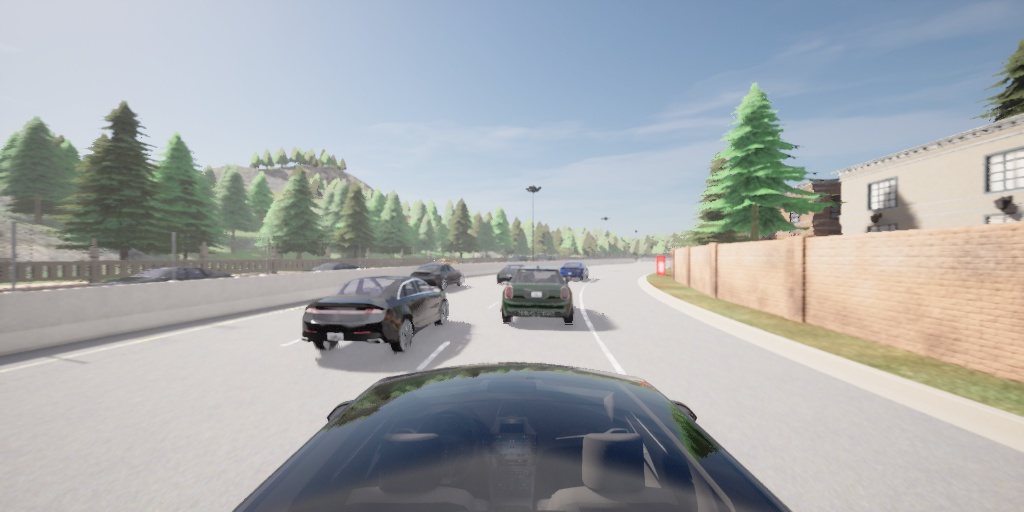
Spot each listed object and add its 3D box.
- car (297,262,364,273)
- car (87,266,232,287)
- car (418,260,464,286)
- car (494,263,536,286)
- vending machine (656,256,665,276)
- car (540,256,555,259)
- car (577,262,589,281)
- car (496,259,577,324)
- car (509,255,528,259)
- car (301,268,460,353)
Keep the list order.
[{"bbox_3d":[-11.551,1.151,22.945,1.882,1.535,5.008,0,0,13],"label":"car"},{"bbox_3d":[-16.254,1.206,17.084,2.033,1.411,5.357,0,0,9],"label":"car"},{"bbox_3d":[-4.455,1.212,21.769,1.837,1.490,4.892,0,0,12],"label":"car"},{"bbox_3d":[0.313,1.288,26.243,1.994,1.385,4.181,0,0,16],"label":"car"},{"bbox_3d":[14.331,0.973,34.517,1.100,2.100,0.880,0,0,24],"label":"vending machine"},{"bbox_3d":[6.210,1.024,64.766,2.150,2.045,5.566,0,0,28],"label":"car"},{"bbox_3d":[5.374,1.219,30.607,1.882,1.535,5.008,0,0,19],"label":"car"},{"bbox_3d":[0.941,1.094,12.141,2.097,1.767,4.553,0,0,7],"label":"car"},{"bbox_3d":[0.994,0.900,62.334,2.150,2.045,5.566,0,0,28],"label":"car"},{"bbox_3d":[-2.948,1.220,8.798,2.128,1.511,4.902,0,0,5],"label":"car"}]
